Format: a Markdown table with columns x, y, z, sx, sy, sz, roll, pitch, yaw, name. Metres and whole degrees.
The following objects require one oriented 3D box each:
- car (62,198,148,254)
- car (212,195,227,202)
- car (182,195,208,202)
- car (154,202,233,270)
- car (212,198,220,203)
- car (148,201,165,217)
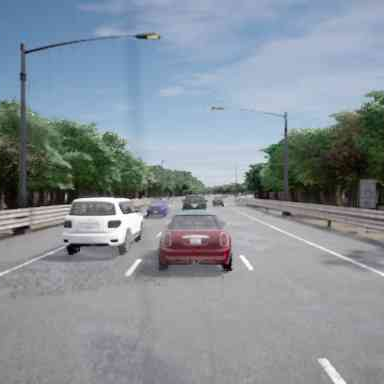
| x | y | z | sx | sy | sz | roll | pitch | yaw | name |
| --- | --- | --- | --- | --- | --- | --- | --- | --- | --- |
| -3.397 | 1.245 | 13.676 | 2.150 | 2.045 | 5.566 | 0 | 0 | 0 | car |
| 4.586 | 1.749 | 58.891 | 2.128 | 1.511 | 4.902 | 0 | 0 | 3 | car |
| 0.263 | 1.301 | 30.147 | 2.150 | 2.045 | 5.566 | 0 | 0 | 1 | car |
| 0.100 | 1.369 | 11.180 | 2.097 | 1.767 | 4.553 | 0 | 0 | 0 | car |
| 5.980 | 2.080 | 82.684 | 1.895 | 1.301 | 4.718 | 0 | -1 | 4 | car |
| -3.203 | 1.612 | 31.890 | 1.812 | 1.442 | 4.674 | 0 | 0 | 1 | car |
